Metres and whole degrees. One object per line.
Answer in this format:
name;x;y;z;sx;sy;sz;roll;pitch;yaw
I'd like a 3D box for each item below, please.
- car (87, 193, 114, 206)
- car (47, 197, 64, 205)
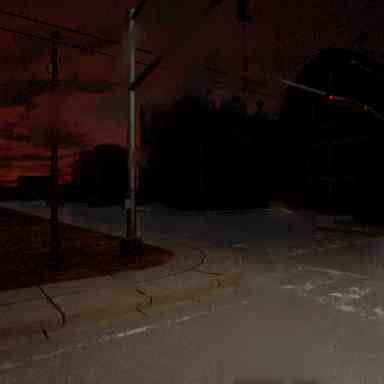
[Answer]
car;-13.817;1.118;50.584;3.866;1.878;1.905;-2;5;11
car;-23.348;1.537;56.654;1.994;1.385;4.181;0;0;-36
